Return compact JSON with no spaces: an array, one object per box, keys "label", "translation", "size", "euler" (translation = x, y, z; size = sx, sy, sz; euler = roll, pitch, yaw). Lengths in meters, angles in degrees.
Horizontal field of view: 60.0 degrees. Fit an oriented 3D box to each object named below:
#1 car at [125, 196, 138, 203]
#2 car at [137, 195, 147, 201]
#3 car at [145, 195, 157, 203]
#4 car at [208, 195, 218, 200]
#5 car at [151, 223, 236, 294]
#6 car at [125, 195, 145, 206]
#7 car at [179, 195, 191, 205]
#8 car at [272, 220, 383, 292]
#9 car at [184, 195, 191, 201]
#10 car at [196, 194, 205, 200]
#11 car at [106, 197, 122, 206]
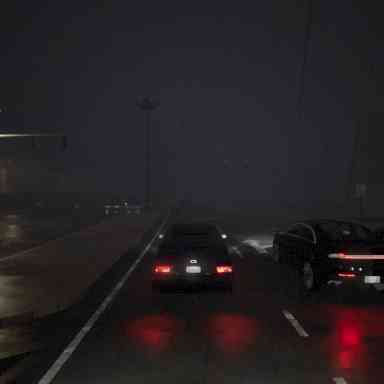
[{"label":"car","translation":[-12.699,1.595,69.888],"size":[1.895,1.301,4.718],"euler":[0,0,0]},{"label":"car","translation":[-12.680,1.522,84.947],"size":[1.812,1.442,4.674],"euler":[0,0,0]},{"label":"car","translation":[-9.200,1.355,69.069],"size":[2.097,1.767,4.553],"euler":[0,0,0]},{"label":"car","translation":[5.826,1.472,89.336],"size":[1.882,1.535,5.008],"euler":[0,0,0]},{"label":"car","translation":[0.019,1.547,8.953],"size":[2.033,1.411,5.357],"euler":[0,0,0]},{"label":"car","translation":[-9.284,1.505,54.232],"size":[1.837,1.490,4.892],"euler":[0,0,0]},{"label":"car","translation":[-1.213,1.563,58.437],"size":[1.994,1.385,4.181],"euler":[0,0,0]},{"label":"car","translation":[3.518,1.491,8.901],"size":[2.128,1.511,4.902],"euler":[0,0,0]},{"label":"car","translation":[-1.174,1.534,89.329],"size":[2.033,1.411,5.357],"euler":[0,0,0]},{"label":"car","translation":[2.326,1.496,89.406],"size":[1.837,1.490,4.892],"euler":[0,0,0]},{"label":"car","translation":[-12.841,1.526,55.029],"size":[1.812,1.442,4.674],"euler":[0,0,1]}]
